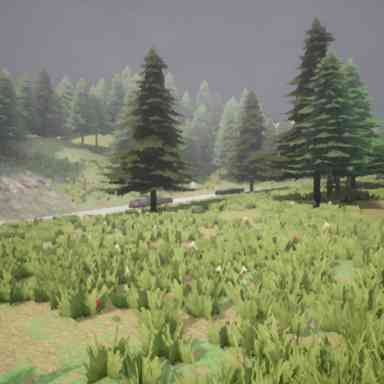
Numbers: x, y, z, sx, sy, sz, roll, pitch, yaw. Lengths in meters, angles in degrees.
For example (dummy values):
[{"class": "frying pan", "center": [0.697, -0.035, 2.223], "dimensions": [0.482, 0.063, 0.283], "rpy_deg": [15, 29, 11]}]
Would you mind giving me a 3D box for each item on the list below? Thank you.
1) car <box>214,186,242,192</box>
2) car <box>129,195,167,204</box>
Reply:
[{"class": "car", "center": [5.317, -0.140, 46.648], "dimensions": [4.718, 1.301, 1.895], "rpy_deg": [-7, 5, -43]}, {"class": "car", "center": [-4.472, 1.012, 36.895], "dimensions": [5.357, 1.411, 2.033], "rpy_deg": [-7, 5, -45]}]
